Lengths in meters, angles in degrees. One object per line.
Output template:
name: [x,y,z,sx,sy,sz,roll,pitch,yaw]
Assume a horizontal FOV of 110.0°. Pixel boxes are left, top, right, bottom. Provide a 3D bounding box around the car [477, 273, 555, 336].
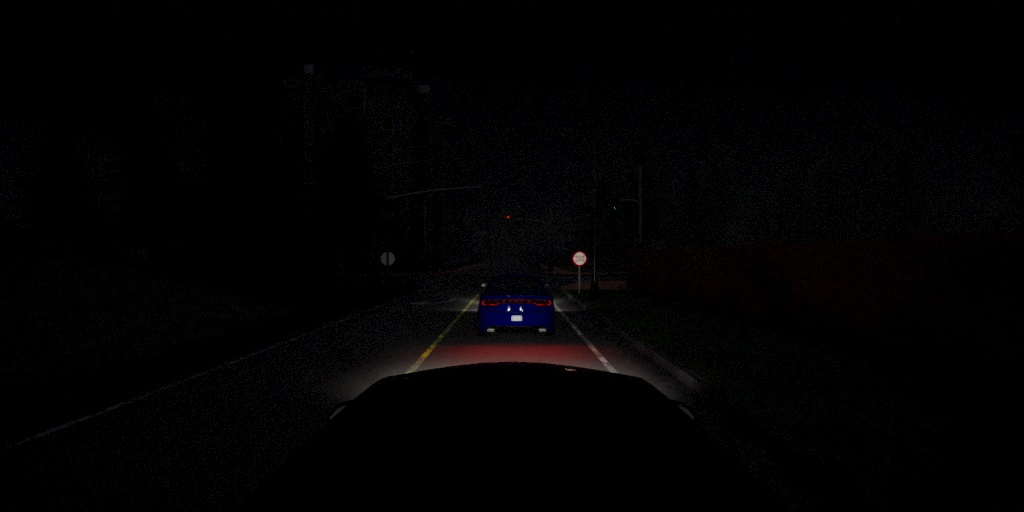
car: [0.098,1.228,10.415,1.882,1.535,5.008,0,0,0]
